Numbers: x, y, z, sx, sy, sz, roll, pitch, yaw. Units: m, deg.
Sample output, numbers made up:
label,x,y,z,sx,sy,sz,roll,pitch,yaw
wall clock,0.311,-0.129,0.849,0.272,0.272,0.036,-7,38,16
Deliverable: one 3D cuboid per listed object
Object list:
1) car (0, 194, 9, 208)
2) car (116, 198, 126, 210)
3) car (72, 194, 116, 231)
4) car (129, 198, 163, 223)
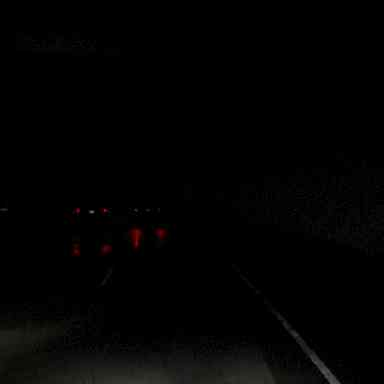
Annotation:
label,x,y,z,sx,sy,sz,roll,pitch,yaw
car,-24.168,1.200,44.364,2.097,1.767,4.553,0,0,-40
car,-9.433,1.391,40.577,2.033,1.411,5.357,0,0,-25
car,-5.954,1.144,20.342,2.150,2.045,5.566,0,0,-13
car,-3.506,1.254,24.549,2.097,1.767,4.553,0,0,-14
